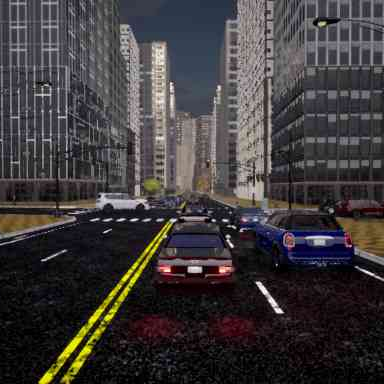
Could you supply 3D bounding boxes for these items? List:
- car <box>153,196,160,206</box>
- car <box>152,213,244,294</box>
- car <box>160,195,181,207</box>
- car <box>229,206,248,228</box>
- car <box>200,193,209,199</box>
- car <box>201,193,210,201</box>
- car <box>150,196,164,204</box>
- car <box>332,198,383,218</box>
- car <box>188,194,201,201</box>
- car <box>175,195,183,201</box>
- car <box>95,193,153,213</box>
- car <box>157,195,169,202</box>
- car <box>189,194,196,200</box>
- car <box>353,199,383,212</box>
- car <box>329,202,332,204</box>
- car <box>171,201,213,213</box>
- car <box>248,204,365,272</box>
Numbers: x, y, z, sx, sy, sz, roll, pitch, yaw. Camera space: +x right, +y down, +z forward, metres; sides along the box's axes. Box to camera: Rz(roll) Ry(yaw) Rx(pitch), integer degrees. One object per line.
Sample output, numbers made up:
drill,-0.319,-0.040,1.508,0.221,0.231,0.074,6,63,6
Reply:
car,-6.493,1.466,52.442,1.837,1.490,4.892,0,0,0
car,0.110,1.543,8.923,2.033,1.411,5.357,0,0,1
car,-3.224,1.315,50.602,2.097,1.767,4.553,0,0,-1
car,3.390,1.536,20.277,2.033,1.411,5.357,0,0,0
car,3.429,1.093,92.152,2.097,1.767,4.553,0,0,0
car,3.409,1.392,81.763,1.882,1.535,5.008,0,0,0
car,-6.440,1.497,62.322,2.033,1.411,5.357,0,0,0
car,16.260,1.517,30.950,5.009,1.841,2.192,1,0,1
car,0.226,1.552,60.387,1.895,1.301,4.718,0,0,0
car,-3.097,1.426,79.577,1.837,1.490,4.892,0,0,0
car,-7.428,1.141,35.474,5.566,2.045,2.150,1,1,-19
car,-6.360,1.475,72.992,2.033,1.411,5.357,0,0,0
car,0.179,1.405,92.191,1.837,1.490,4.892,0,0,0
car,21.885,1.640,39.226,4.829,1.417,1.752,1,0,1
car,16.485,1.614,36.758,4.892,1.490,1.837,0,1,-1
car,0.136,1.481,18.668,2.128,1.511,4.902,0,0,0
car,3.370,1.347,10.892,2.097,1.767,4.553,0,0,0
